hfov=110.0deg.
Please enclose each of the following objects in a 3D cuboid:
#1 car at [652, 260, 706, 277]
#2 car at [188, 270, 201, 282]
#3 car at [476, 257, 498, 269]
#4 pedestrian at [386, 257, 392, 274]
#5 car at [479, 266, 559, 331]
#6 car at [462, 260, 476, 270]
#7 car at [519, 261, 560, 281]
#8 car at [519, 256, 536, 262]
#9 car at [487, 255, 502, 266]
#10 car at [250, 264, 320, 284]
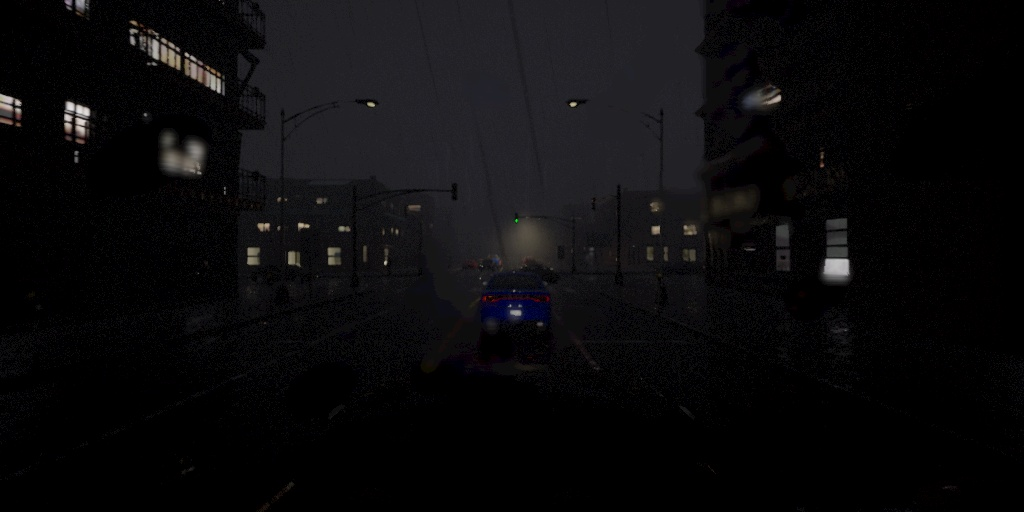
[{"bbox_3d":[14.365,1.065,31.005,4.181,1.385,1.994,-1,0,0],"label":"car"},{"bbox_3d":[-26.960,1.335,27.783,4.553,1.767,2.097,-1,0,0],"label":"car"},{"bbox_3d":[-3.090,1.158,45.867,1.837,1.490,4.892,0,0,0],"label":"car"},{"bbox_3d":[-12.511,0.955,36.526,0.375,1.860,0.375,0,1,0],"label":"pedestrian"},{"bbox_3d":[0.098,1.205,10.903,1.882,1.535,5.008,0,0,0],"label":"car"},{"bbox_3d":[-5.778,1.193,49.270,1.888,1.381,4.507,0,0,0],"label":"car"},{"bbox_3d":[1.641,1.257,23.301,1.994,1.385,4.181,-1,0,24],"label":"car"},{"bbox_3d":[2.691,0.954,54.791,2.192,1.841,5.009,0,0,0],"label":"car"},{"bbox_3d":[-3.087,0.860,55.819,2.150,2.045,5.566,0,0,1],"label":"car"},{"bbox_3d":[-17.509,1.376,27.787,4.892,1.490,1.837,-1,0,0],"label":"car"}]
